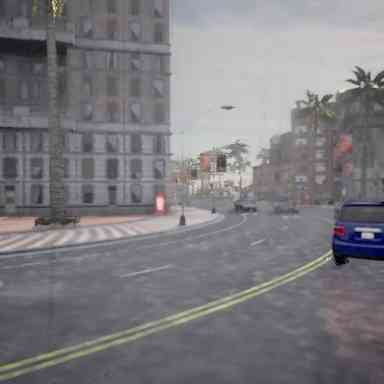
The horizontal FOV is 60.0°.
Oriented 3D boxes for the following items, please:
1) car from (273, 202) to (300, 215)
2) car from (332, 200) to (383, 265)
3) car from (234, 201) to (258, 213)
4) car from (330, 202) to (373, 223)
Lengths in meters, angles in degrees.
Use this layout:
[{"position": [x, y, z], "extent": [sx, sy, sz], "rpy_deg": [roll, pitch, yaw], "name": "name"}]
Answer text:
[{"position": [10.486, 1.806, 37.162], "extent": [1.994, 1.385, 4.181], "rpy_deg": [0, 0, -1], "name": "car"}, {"position": [6.364, 1.278, 11.266], "extent": [2.150, 2.045, 5.566], "rpy_deg": [0, 0, 36], "name": "car"}, {"position": [6.756, 1.858, 42.305], "extent": [2.033, 1.411, 5.357], "rpy_deg": [0, -1, -7], "name": "car"}, {"position": [13.235, 1.638, 27.939], "extent": [2.128, 1.511, 4.902], "rpy_deg": [0, 0, 12], "name": "car"}]
